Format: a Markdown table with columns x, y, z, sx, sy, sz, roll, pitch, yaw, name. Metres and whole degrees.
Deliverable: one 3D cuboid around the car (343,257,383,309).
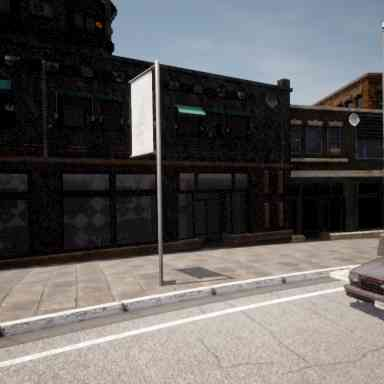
| x | y | z | sx | sy | sz | roll | pitch | yaw | name |
| --- | --- | --- | --- | --- | --- | --- | --- | --- | --- |
| 5.665 | 1.532 | 6.693 | 5.357 | 1.411 | 2.033 | 0 | 0 | -23 | car |
